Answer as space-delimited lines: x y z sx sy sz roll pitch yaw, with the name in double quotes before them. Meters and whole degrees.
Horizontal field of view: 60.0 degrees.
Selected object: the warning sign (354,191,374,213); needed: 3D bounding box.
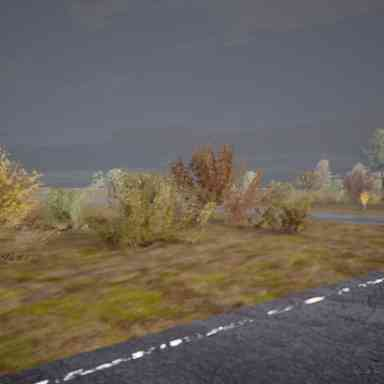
"warning sign" 14.940 0.824 28.855 1.300 1.860 1.060 0 0 -33
